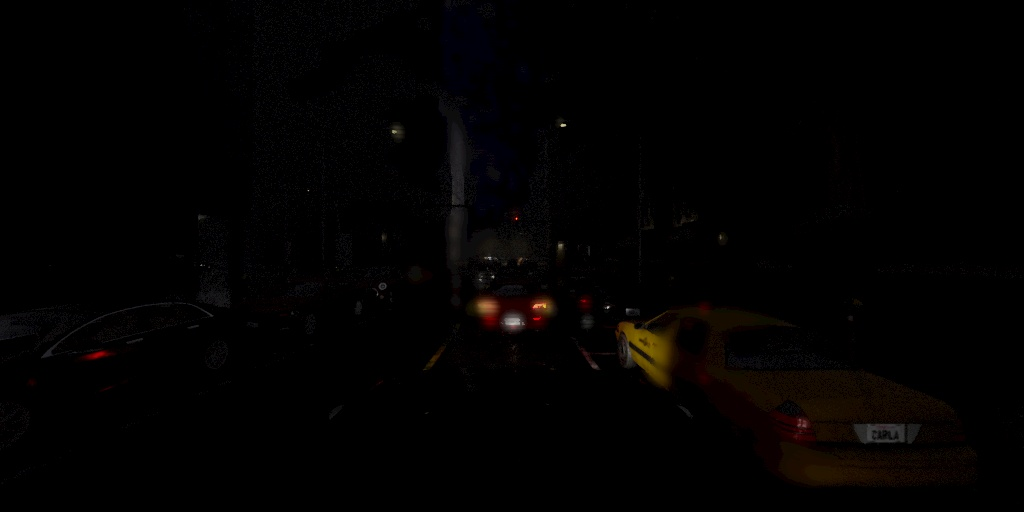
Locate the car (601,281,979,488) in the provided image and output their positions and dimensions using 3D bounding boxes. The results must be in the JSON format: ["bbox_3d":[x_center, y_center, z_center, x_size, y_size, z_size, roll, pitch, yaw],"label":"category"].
[{"bbox_3d":[2.761,1.275,4.958,1.751,1.417,4.829,0,0,0],"label":"car"}]

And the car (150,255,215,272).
[{"bbox_3d":[-29.835,0.706,32.563,4.892,1.490,1.837,1,0,0],"label":"car"}]

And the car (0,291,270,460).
[{"bbox_3d":[-5.764,1.301,4.778,2.007,1.370,4.403,0,0,0],"label":"car"}]

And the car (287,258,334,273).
[{"bbox_3d":[-17.850,0.936,32.596,4.892,1.490,1.837,1,0,0],"label":"car"}]

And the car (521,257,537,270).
[{"bbox_3d":[2.716,1.201,53.127,1.967,1.591,4.097,0,0,0],"label":"car"}]

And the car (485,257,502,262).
[{"bbox_3d":[-3.136,1.328,57.934,1.994,1.385,4.181,0,0,0],"label":"car"}]

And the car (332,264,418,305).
[{"bbox_3d":[-5.774,1.190,15.692,1.967,1.591,4.097,0,0,0],"label":"car"}]

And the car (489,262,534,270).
[{"bbox_3d":[0.003,1.256,18.946,1.837,1.490,4.892,0,0,0],"label":"car"}]

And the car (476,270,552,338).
[{"bbox_3d":[0.063,1.276,10.079,1.812,1.442,4.674,0,0,0],"label":"car"}]

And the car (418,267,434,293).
[{"bbox_3d":[-5.779,1.277,20.979,1.751,1.417,4.829,0,0,0],"label":"car"}]

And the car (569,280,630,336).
[{"bbox_3d":[2.756,1.316,10.245,1.948,1.339,4.313,0,0,0],"label":"car"}]

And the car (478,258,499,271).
[{"bbox_3d":[-3.140,1.285,47.966,1.812,1.442,4.674,0,0,0],"label":"car"}]

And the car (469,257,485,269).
[{"bbox_3d":[-5.814,1.079,58.556,2.192,1.841,5.009,0,0,0],"label":"car"}]

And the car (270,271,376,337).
[{"bbox_3d":[-5.769,1.295,10.235,1.888,1.381,4.507,0,0,0],"label":"car"}]

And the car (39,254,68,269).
[{"bbox_3d":[-42.954,0.516,32.548,4.181,1.385,1.994,1,0,0],"label":"car"}]
